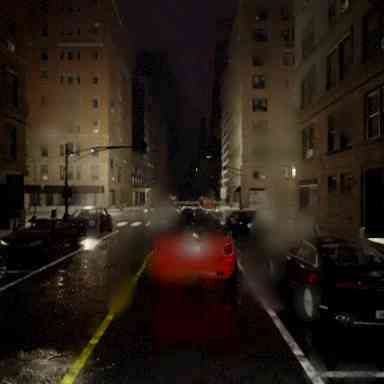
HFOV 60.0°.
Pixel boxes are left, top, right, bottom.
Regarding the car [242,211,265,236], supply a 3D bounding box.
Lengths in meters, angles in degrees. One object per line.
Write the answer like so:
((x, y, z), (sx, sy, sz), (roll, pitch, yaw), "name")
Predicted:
((2.863, 1.673, 18.113), (1.947, 1.339, 4.313), (0, 0, 0), "car")

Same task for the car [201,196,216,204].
((2.911, 1.801, 55.203), (1.967, 1.590, 4.097), (0, 0, 0), "car")

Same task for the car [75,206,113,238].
((-5.662, 1.548, 18.118), (1.967, 1.590, 4.097), (0, 0, 0), "car")

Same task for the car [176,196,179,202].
((-5.531, 2.004, 93.079), (2.192, 1.841, 5.009), (0, -1, 0), "car")

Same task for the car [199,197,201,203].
((2.936, 1.995, 66.020), (2.008, 1.369, 4.403), (0, 0, 0), "car")

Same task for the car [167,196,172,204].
((-5.589, 1.995, 66.035), (2.008, 1.369, 4.403), (0, 0, 0), "car")

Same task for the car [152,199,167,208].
((-5.613, 1.943, 55.219), (1.802, 1.307, 4.206), (0, 0, 0), "car")

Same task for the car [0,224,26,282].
((-5.666, 1.608, 7.114), (1.947, 1.339, 4.313), (0, 0, 0), "car")

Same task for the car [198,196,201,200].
((2.959, 1.976, 76.838), (1.967, 1.590, 4.097), (0, -1, 0), "car")

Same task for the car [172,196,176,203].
((-5.554, 2.108, 82.091), (1.752, 1.417, 4.829), (0, -1, 0), "car")

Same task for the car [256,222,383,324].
((2.859, 1.593, 7.111), (2.008, 1.369, 4.403), (0, 0, 0), "car")

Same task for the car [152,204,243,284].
((0.075, 1.410, 9.935), (2.097, 1.767, 4.553), (0, 0, 0), "car")

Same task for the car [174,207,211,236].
((0.054, 1.684, 20.174), (1.994, 1.385, 4.181), (0, 0, 0), "car")

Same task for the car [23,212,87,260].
((-5.664, 1.657, 12.615), (1.802, 1.307, 4.206), (0, 0, 0), "car")
